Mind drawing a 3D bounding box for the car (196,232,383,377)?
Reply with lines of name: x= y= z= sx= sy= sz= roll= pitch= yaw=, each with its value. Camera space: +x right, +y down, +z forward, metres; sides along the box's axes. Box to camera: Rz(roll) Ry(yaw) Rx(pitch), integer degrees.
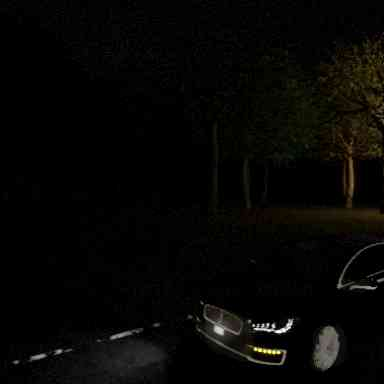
car: x=2.322 y=1.513 z=5.640 sx=4.892 sy=1.490 sz=1.837 roll=0 pitch=0 yaw=-35
